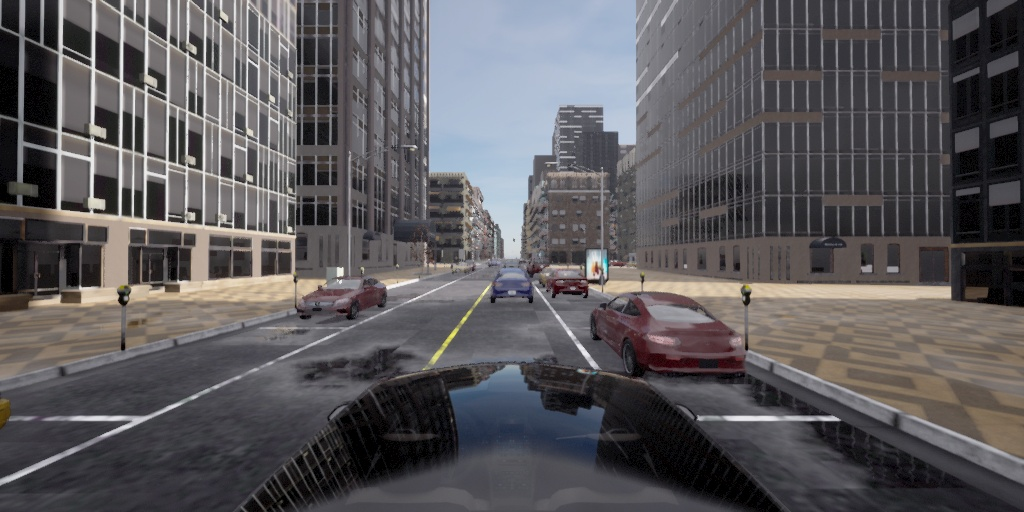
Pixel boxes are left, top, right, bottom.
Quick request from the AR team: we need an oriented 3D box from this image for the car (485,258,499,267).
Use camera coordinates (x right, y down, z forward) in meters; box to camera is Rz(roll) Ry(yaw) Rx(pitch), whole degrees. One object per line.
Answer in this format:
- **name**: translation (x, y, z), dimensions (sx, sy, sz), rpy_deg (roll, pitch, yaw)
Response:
- **car**: translation (-3.000, 1.168, 62.531), dimensions (2.097, 1.767, 4.553), rpy_deg (0, 0, 0)

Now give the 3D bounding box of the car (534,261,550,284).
- **car**: translation (2.691, 1.278, 23.840), dimensions (1.751, 1.417, 4.829), rpy_deg (0, 0, 0)

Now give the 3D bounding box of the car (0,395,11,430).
- **car**: translation (-5.690, 1.273, 1.262), dimensions (1.751, 1.417, 4.829), rpy_deg (0, 0, 0)

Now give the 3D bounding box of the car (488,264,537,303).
- **car**: translation (0.000, 1.285, 16.499), dimensions (1.812, 1.442, 4.674), rpy_deg (0, 0, 0)

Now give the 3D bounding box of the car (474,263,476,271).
- **car**: translation (-5.689, 1.198, 45.909), dimensions (1.967, 1.591, 4.097), rpy_deg (0, 0, 0)

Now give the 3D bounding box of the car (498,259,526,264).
- **car**: translation (0.000, 1.272, 31.500), dimensions (1.837, 1.490, 4.892), rpy_deg (0, 0, 0)

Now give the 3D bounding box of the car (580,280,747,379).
- **car**: translation (2.691, 1.331, 6.992), dimensions (1.802, 1.307, 4.207), rpy_deg (0, 0, 0)

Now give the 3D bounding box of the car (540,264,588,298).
- **car**: translation (2.691, 1.296, 18.111), dimensions (1.888, 1.381, 4.507), rpy_deg (0, 0, 0)

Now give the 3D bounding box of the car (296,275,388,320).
- **car**: translation (-5.690, 1.332, 12.551), dimensions (1.802, 1.307, 4.207), rpy_deg (0, 0, 0)

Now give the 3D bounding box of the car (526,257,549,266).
- **car**: translation (2.691, 1.070, 34.788), dimensions (2.192, 1.841, 5.009), rpy_deg (0, 0, 0)

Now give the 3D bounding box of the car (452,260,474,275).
- **car**: translation (-5.690, 1.282, 40.180), dimensions (1.751, 1.417, 4.829), rpy_deg (0, 0, 0)
